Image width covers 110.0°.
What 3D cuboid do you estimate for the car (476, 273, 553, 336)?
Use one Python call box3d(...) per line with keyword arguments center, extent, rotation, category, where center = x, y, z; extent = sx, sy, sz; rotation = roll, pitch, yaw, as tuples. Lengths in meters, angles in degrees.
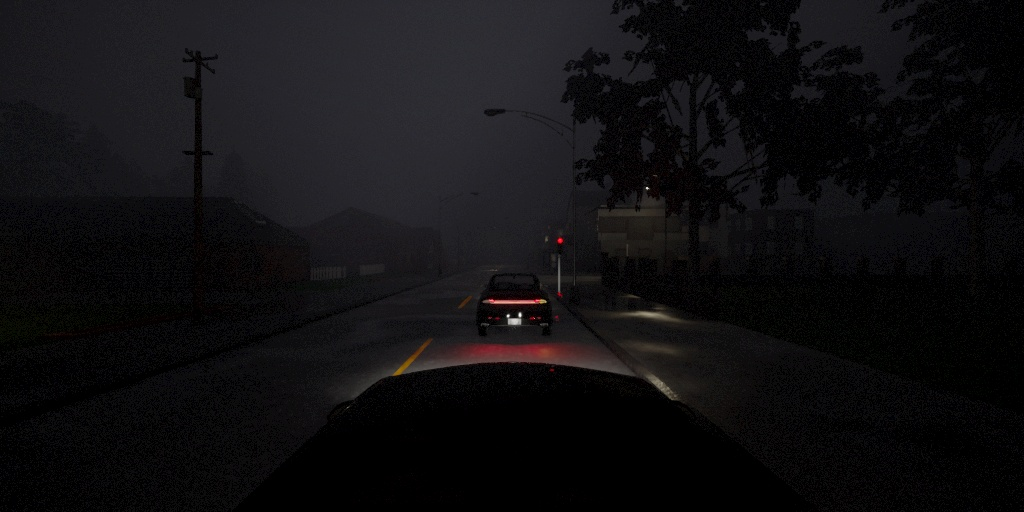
box3d(center=(0.060, 1.242, 10.376), extent=(2.128, 1.511, 4.902), rotation=(0, 0, 0), category="car")
